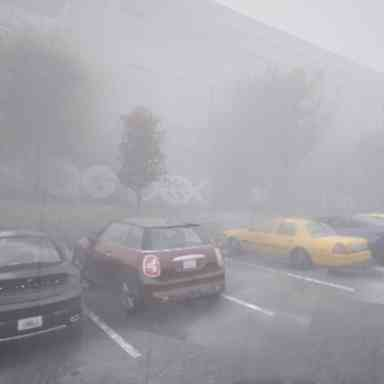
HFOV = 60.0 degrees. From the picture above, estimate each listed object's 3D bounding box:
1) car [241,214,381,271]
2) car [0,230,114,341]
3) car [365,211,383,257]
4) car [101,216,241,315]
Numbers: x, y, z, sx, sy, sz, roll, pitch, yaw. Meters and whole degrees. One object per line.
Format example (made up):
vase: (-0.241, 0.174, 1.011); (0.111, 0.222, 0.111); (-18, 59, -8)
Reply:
car: (3.152, 1.551, 11.439); (1.946, 1.575, 5.366); (1, 0, -35)
car: (-3.561, 1.488, 6.418); (2.231, 1.521, 4.892); (1, 0, -35)
car: (5.517, 1.605, 12.932); (2.163, 1.488, 4.792); (1, 0, -35)
car: (-1.272, 1.383, 8.018); (2.185, 1.767, 4.553); (1, 0, -35)
